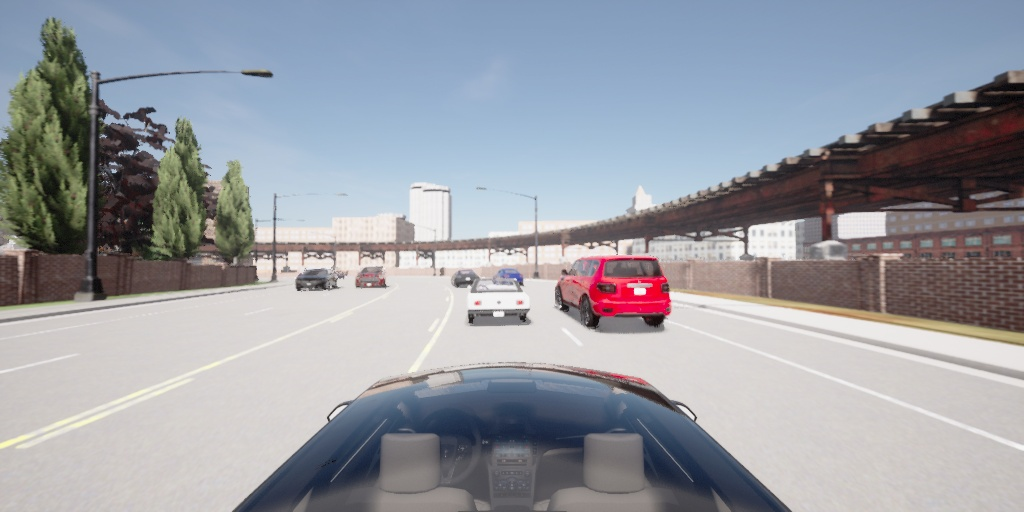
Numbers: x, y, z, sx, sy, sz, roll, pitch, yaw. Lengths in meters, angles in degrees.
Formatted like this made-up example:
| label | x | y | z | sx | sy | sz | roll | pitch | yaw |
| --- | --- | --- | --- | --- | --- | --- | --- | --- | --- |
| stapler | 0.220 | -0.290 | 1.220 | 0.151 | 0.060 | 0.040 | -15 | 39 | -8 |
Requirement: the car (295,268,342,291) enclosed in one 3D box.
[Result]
| label | x | y | z | sx | sy | sz | roll | pitch | yaw |
| --- | --- | --- | --- | --- | --- | --- | --- | --- | --- |
| car | -13.924 | 1.658 | 25.783 | 1.882 | 1.535 | 5.008 | 0 | -2 | -16 |

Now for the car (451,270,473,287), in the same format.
| label | x | y | z | sx | sy | sz | roll | pitch | yaw |
| --- | --- | --- | --- | --- | --- | --- | --- | --- | --- |
| car | -3.892 | 1.802 | 29.506 | 1.994 | 1.385 | 4.181 | 0 | -2 | -15 |

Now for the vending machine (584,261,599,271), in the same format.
| label | x | y | z | sx | sy | sz | roll | pitch | yaw |
| --- | --- | --- | --- | --- | --- | --- | --- | --- | --- |
| vending machine | 6.234 | 1.318 | 28.067 | 1.100 | 2.100 | 0.880 | 0 | 0 | -13 |

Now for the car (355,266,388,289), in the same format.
| label | x | y | z | sx | sy | sz | roll | pitch | yaw |
| --- | --- | --- | --- | --- | --- | --- | --- | --- | --- |
| car | -11.025 | 1.603 | 28.325 | 2.097 | 1.767 | 4.553 | 0 | -2 | -16 |

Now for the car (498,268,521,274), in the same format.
| label | x | y | z | sx | sy | sz | roll | pitch | yaw |
| --- | --- | --- | --- | --- | --- | --- | --- | --- | --- |
| car | -0.369 | 1.750 | 29.883 | 1.812 | 1.442 | 4.674 | 0 | -2 | -15 |

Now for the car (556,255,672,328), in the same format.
| label | x | y | z | sx | sy | sz | roll | pitch | yaw |
| --- | --- | --- | --- | --- | --- | --- | --- | --- | --- |
| car | 2.982 | 1.012 | 11.747 | 2.150 | 2.045 | 5.566 | 0 | -1 | -6 |

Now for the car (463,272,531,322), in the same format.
| label | x | y | z | sx | sy | sz | roll | pitch | yaw |
| --- | --- | --- | --- | --- | --- | --- | --- | --- | --- |
| car | -0.612 | 1.409 | 12.521 | 1.895 | 1.301 | 4.718 | 0 | -1 | -6 |
